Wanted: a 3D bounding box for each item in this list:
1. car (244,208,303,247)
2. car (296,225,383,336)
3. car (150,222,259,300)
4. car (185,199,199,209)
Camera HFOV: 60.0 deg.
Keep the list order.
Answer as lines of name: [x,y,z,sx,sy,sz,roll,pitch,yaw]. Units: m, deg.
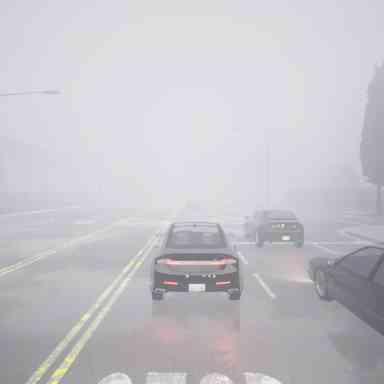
car: [3.563,1.505,15.058,1.837,1.490,4.892,0,0,0]
car: [3.587,1.547,5.312,2.033,1.411,5.357,0,0,0]
car: [0.080,1.492,8.357,2.128,1.511,4.902,0,0,0]
car: [-0.007,1.601,44.139,1.895,1.301,4.718,0,0,0]
